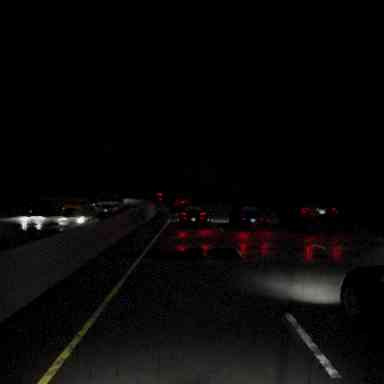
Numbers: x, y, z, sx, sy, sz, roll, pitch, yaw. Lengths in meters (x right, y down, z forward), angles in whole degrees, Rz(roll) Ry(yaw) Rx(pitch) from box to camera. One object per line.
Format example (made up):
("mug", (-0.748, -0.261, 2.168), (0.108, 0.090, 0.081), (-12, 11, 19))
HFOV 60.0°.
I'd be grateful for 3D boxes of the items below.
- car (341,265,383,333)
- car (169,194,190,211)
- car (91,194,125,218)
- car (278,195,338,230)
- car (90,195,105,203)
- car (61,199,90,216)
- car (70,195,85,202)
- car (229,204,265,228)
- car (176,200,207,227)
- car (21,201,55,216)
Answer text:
("car", (3.601, 1.520, 4.101), (1.812, 1.442, 4.674), (0, 0, 0))
("car", (-1.472, 1.214, 40.055), (2.150, 2.045, 5.566), (0, 0, -9))
("car", (-7.534, 1.206, 30.860), (2.150, 2.045, 5.566), (0, 0, -5))
("car", (7.090, 1.203, 20.834), (2.150, 2.045, 5.566), (0, 0, 0))
("car", (-20.054, 1.504, 70.560), (1.837, 1.490, 4.892), (0, 0, -30))
("car", (-11.196, 1.465, 32.355), (1.882, 1.535, 5.008), (0, 0, -7))
("car", (-24.433, 1.310, 70.999), (2.128, 1.511, 4.902), (0, 0, -30))
("car", (3.570, 1.506, 21.939), (1.812, 1.442, 4.674), (0, 0, -1))
("car", (0.051, 1.506, 22.729), (1.812, 1.442, 4.674), (0, 0, -1))
("car", (-14.674, 1.552, 31.808), (1.994, 1.385, 4.181), (0, 0, -6))
